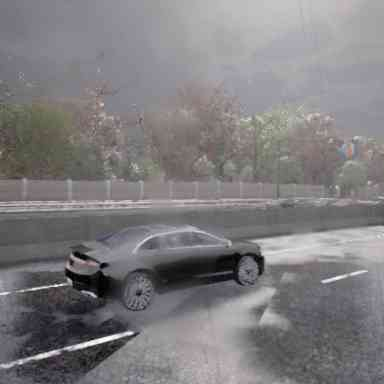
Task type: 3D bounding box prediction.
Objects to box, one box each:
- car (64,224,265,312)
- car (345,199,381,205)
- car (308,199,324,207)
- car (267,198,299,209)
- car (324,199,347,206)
[{"bbox_3d":[-0.373,1.499,7.774,4.902,1.511,2.128,0,0,-35],"label":"car"},{"bbox_3d":[18.076,1.675,34.050,4.718,1.301,1.895,0,0,-35],"label":"car"},{"bbox_3d":[16.813,1.630,41.734,5.357,1.411,2.033,0,0,-35],"label":"car"},{"bbox_3d":[11.605,1.578,42.325,4.892,1.490,1.837,0,0,-35],"label":"car"},{"bbox_3d":[17.652,1.556,38.040,5.008,1.535,1.882,1,0,-35],"label":"car"}]
